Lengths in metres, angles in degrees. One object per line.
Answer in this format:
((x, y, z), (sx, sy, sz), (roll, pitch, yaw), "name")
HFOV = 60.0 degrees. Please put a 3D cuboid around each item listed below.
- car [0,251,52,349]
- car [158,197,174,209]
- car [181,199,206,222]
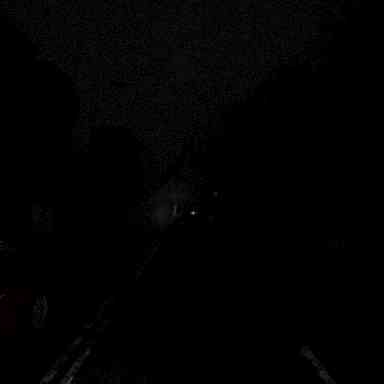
((-3.338, 1.529, 4.054), (1.812, 1.442, 4.674), (0, 0, 0), "car")
((-3.334, 1.437, 43.235), (2.128, 1.511, 4.902), (0, 0, 0), "car")
((0.122, 1.543, 26.083), (2.033, 1.411, 5.357), (0, 0, 1), "car")
